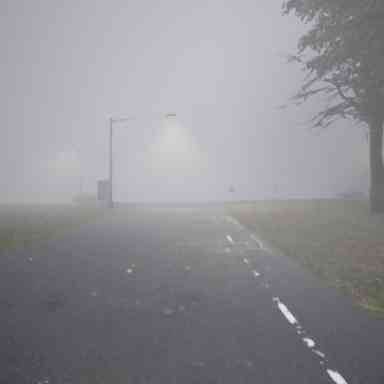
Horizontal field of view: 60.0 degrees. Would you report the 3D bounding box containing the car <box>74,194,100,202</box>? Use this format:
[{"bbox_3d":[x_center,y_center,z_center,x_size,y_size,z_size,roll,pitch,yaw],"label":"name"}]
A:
[{"bbox_3d":[-16.140,0.957,51.670,4.181,1.385,1.994,-1,-2,1],"label":"car"}]

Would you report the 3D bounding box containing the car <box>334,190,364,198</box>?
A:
[{"bbox_3d":[27.842,0.501,59.142,4.902,1.511,2.128,-2,-2,-1],"label":"car"}]
